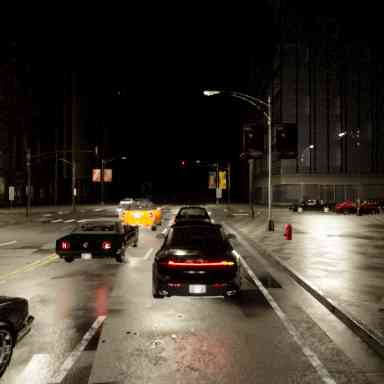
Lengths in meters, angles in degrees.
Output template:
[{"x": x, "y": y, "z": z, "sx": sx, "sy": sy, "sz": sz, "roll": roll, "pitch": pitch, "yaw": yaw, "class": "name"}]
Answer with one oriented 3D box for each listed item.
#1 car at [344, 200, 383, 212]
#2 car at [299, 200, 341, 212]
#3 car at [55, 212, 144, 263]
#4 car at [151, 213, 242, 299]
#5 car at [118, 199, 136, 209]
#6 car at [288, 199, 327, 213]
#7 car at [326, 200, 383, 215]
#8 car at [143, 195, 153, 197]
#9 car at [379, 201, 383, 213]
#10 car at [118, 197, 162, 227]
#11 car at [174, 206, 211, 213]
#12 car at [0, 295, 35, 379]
[{"x": 20.902, "y": 1.642, "z": 39.914, "sx": 4.313, "sy": 1.339, "sz": 1.947, "roll": 0, "pitch": 0, "yaw": -1, "class": "car"}, {"x": 15.262, "y": 1.661, "z": 39.837, "sx": 4.313, "sy": 1.339, "sz": 1.947, "roll": 0, "pitch": 0, "yaw": -1, "class": "car"}, {"x": -3.125, "y": 1.615, "z": 12.057, "sx": 1.895, "sy": 1.301, "sz": 4.718, "roll": 0, "pitch": 0, "yaw": 0, "class": "car"}, {"x": 0.114, "y": 1.511, "z": 8.446, "sx": 1.837, "sy": 1.490, "sz": 4.892, "roll": 0, "pitch": 0, "yaw": 0, "class": "car"}, {"x": -9.746, "y": 1.743, "z": 50.463, "sx": 1.812, "sy": 1.442, "sz": 4.674, "roll": 0, "pitch": 0, "yaw": 0, "class": "car"}, {"x": 13.200, "y": 1.574, "z": 37.056, "sx": 4.892, "sy": 1.490, "sz": 1.837, "roll": 0, "pitch": -1, "yaw": -1, "class": "car"}, {"x": 15.376, "y": 1.576, "z": 31.313, "sx": 4.206, "sy": 1.307, "sz": 1.802, "roll": 0, "pitch": 0, "yaw": -1, "class": "car"}, {"x": -9.612, "y": 1.600, "z": 71.825, "sx": 2.150, "sy": 2.045, "sz": 5.566, "roll": 0, "pitch": 0, "yaw": 0, "class": "car"}, {"x": 23.819, "y": 1.636, "z": 37.201, "sx": 4.718, "sy": 1.301, "sz": 1.895, "roll": 0, "pitch": -1, "yaw": -1, "class": "car"}, {"x": -3.109, "y": 1.395, "z": 21.050, "sx": 2.097, "sy": 1.767, "sz": 4.553, "roll": 0, "pitch": 0, "yaw": 0, "class": "car"}, {"x": 0.035, "y": 1.509, "z": 17.937, "sx": 1.882, "sy": 1.535, "sz": 5.008, "roll": 0, "pitch": 0, "yaw": 0, "class": "car"}, {"x": -3.152, "y": 1.548, "z": 2.269, "sx": 2.033, "sy": 1.411, "sz": 5.357, "roll": 0, "pitch": 0, "yaw": 0, "class": "car"}]
